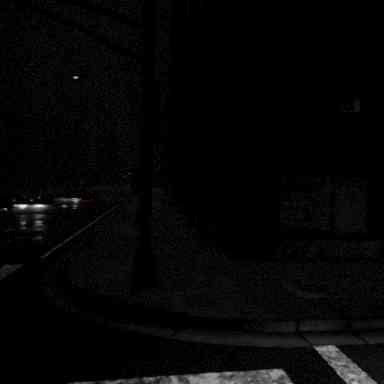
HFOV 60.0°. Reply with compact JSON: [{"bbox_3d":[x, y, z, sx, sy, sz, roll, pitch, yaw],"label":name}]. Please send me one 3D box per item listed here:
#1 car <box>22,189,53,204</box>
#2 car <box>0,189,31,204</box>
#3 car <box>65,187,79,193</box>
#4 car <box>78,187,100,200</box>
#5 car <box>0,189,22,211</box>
[{"bbox_3d":[-15.905,0.463,34.693,1.812,1.442,4.674,1,1,-7],"label":"car"},{"bbox_3d":[-19.306,0.390,35.681,2.033,1.411,5.357,1,1,-7],"label":"car"},{"bbox_3d":[-17.764,-0.200,49.988,1.812,1.442,4.674,1,1,-7],"label":"car"},{"bbox_3d":[-13.849,0.215,45.729,1.882,1.535,5.008,1,1,-7],"label":"car"},{"bbox_3d":[-14.558,0.693,24.099,2.128,1.511,4.902,1,1,-7],"label":"car"}]
